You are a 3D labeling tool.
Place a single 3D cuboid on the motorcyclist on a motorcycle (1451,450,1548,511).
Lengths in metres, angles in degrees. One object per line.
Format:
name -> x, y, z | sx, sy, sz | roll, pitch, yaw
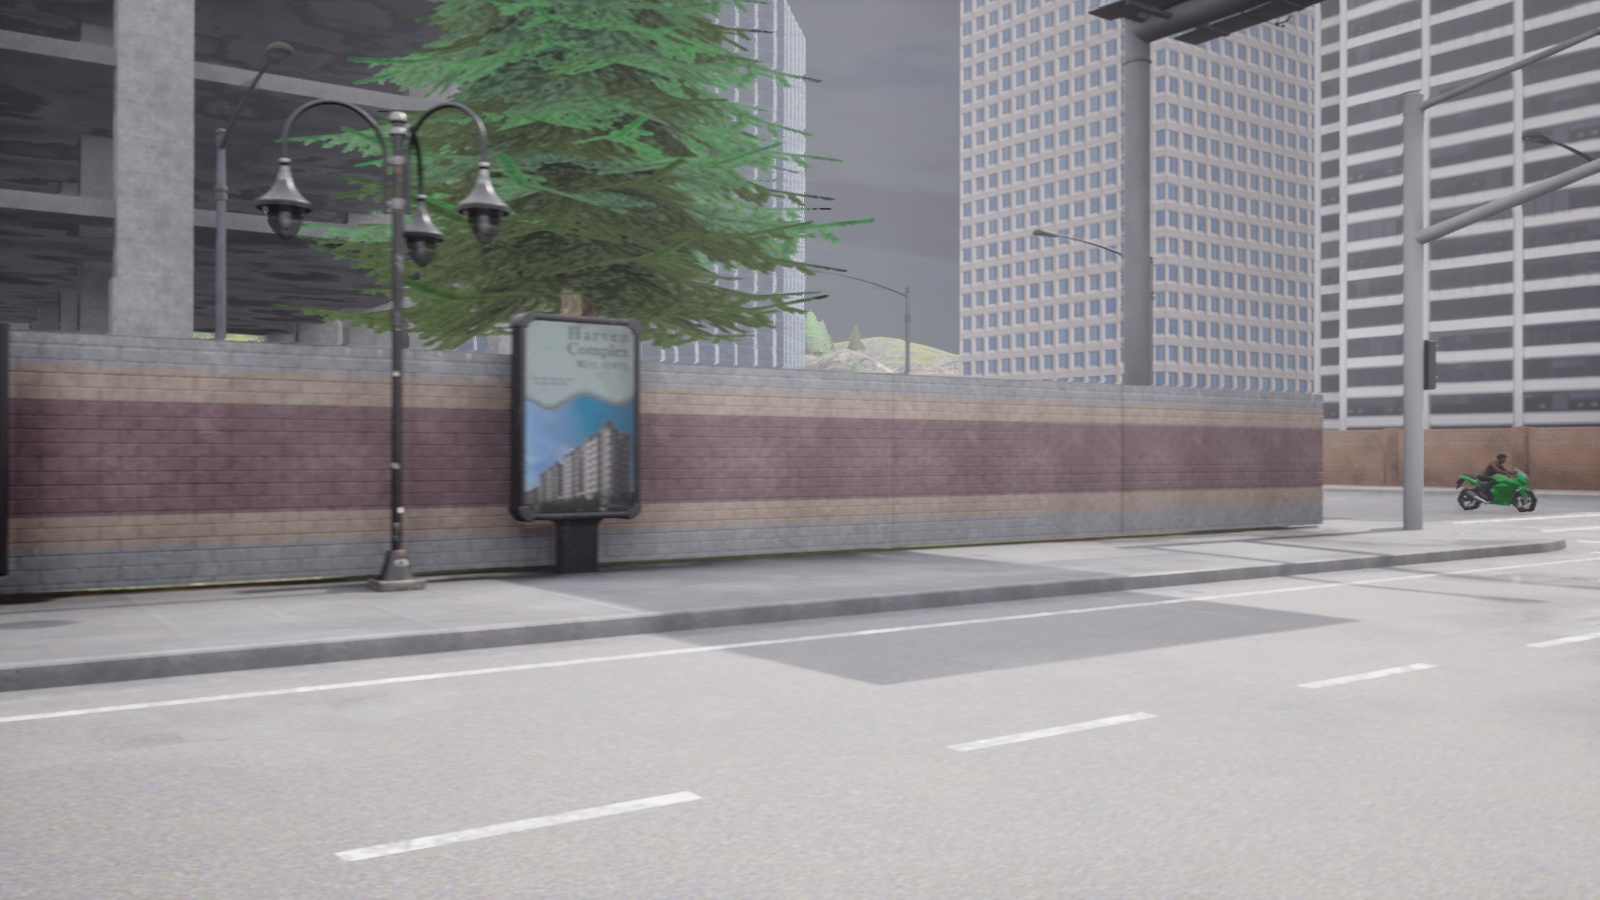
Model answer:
motorcyclist on a motorcycle -> 17.965, 0.768, 32.293 | 0.797, 1.523, 2.044 | 0, 0, -35
